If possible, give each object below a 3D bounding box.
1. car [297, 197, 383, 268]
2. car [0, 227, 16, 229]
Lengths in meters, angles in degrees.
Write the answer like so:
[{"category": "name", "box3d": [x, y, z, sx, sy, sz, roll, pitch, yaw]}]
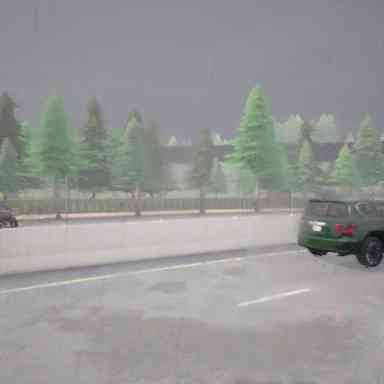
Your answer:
[{"category": "car", "box3d": [6.137, 1.195, 11.334, 5.566, 2.045, 2.150, 0, 0, -28]}, {"category": "car", "box3d": [-11.534, 1.259, 17.050, 4.553, 1.767, 2.097, 0, 0, -34]}]
